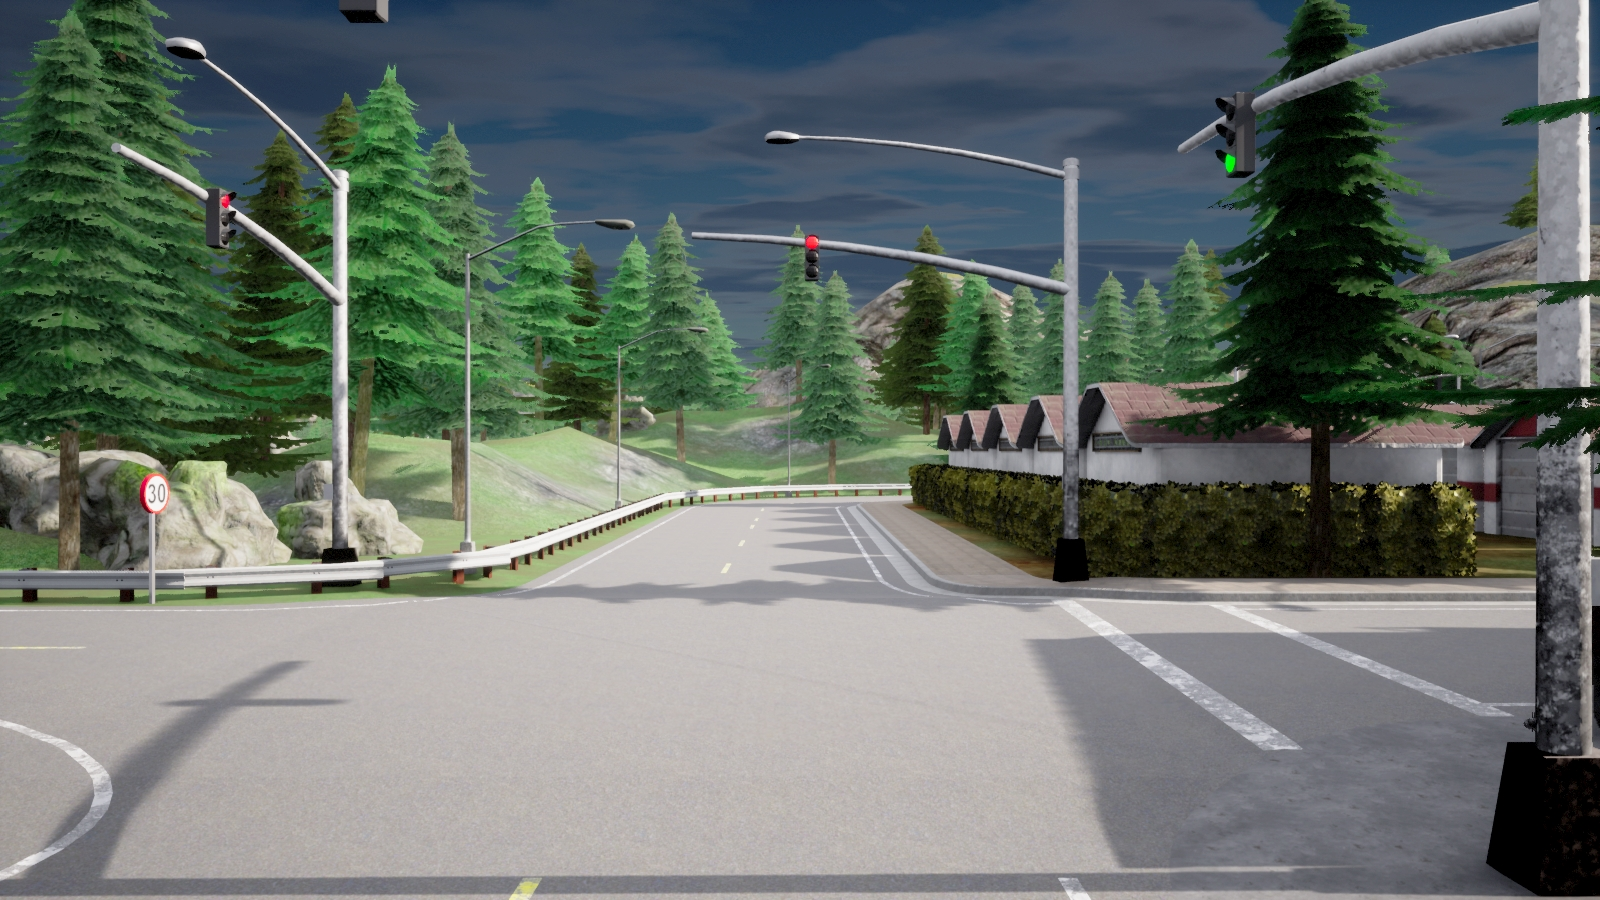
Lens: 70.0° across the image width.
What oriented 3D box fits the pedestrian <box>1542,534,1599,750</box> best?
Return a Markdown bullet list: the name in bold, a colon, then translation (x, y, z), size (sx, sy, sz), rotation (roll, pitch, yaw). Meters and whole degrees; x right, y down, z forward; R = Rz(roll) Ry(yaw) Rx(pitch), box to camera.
- **pedestrian**: translation (6.984, 1.703, 10.261), size (0.375, 1.860, 0.375), rotation (0, 0, -12)
